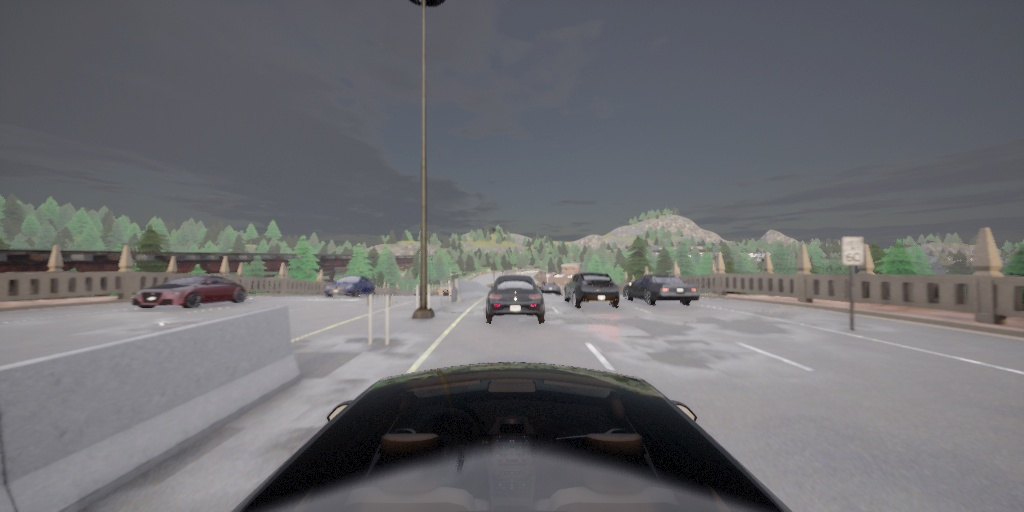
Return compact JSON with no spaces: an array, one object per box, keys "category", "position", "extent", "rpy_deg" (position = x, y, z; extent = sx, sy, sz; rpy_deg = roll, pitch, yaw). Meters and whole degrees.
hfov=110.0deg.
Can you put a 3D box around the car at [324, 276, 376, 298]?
[{"category":"car","position":[-10.603,2.020,23.939],"extent":[1.812,1.442,4.674],"rpy_deg":[0,-5,0]}]

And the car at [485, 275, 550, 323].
[{"category":"car","position":[0.097,1.391,12.489],"extent":[1.812,1.442,4.674],"rpy_deg":[0,-2,0]}]

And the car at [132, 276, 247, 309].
[{"category":"car","position":[-14.103,1.564,16.033],"extent":[1.994,1.385,4.181],"rpy_deg":[0,-3,0]}]

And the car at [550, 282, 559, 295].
[{"category":"car","position":[3.590,3.221,35.255],"extent":[1.994,1.385,4.181],"rpy_deg":[0,-7,0]}]

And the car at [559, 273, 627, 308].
[{"category":"car","position":[3.594,1.541,16.809],"extent":[1.837,1.490,4.892],"rpy_deg":[0,-3,0]}]

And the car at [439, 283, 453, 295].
[{"category":"car","position":[-7.099,3.878,41.126],"extent":[1.882,1.535,5.008],"rpy_deg":[0,-7,0]}]

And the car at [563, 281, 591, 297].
[{"category":"car","position":[7.088,3.686,39.501],"extent":[2.128,1.511,4.902],"rpy_deg":[0,-7,0]}]

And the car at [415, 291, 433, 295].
[{"category":"car","position":[-14.064,6.048,57.271],"extent":[1.895,1.301,4.718],"rpy_deg":[0,-7,1]}]

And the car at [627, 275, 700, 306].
[{"category":"car","position":[7.095,1.629,17.647],"extent":[2.033,1.411,5.357],"rpy_deg":[0,-3,0]}]
